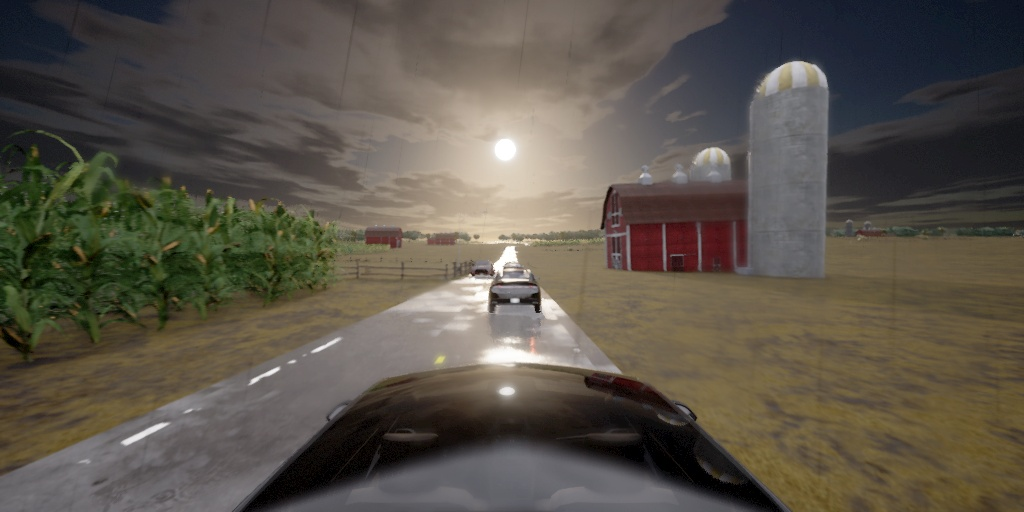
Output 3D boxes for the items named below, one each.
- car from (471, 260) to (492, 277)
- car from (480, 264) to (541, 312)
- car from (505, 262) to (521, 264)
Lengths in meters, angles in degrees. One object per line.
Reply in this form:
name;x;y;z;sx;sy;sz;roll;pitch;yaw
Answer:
car;-2.849;1.160;35.840;2.097;1.767;4.553;0;0;0
car;0.096;1.243;14.168;2.128;1.511;4.902;0;0;0
car;0.094;1.277;32.525;1.882;1.535;5.008;0;0;0
